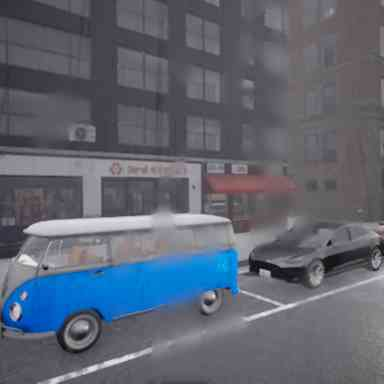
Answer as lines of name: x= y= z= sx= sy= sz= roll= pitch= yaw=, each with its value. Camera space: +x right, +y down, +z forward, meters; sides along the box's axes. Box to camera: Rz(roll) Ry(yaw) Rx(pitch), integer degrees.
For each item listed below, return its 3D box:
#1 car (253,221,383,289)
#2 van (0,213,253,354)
car: x=3.473 y=1.499 z=8.981 sx=4.313 sy=1.339 sz=1.947 roll=-1 pitch=0 yaw=-35
van: x=-1.021 y=1.320 z=5.806 sx=3.998 sy=1.788 sz=1.690 roll=-1 pitch=0 yaw=-35
